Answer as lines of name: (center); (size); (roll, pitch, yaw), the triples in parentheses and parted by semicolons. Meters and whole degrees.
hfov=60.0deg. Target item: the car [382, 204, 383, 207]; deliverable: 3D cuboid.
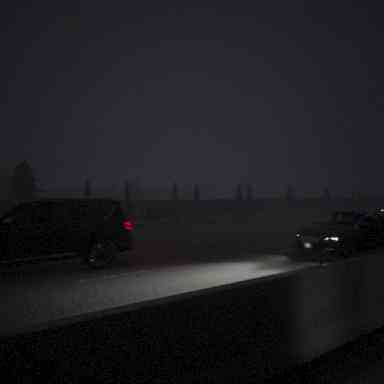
car: (19.562, 1.209, 30.327); (5.566, 2.045, 2.150); (0, 0, -35)

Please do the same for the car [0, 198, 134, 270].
car: (-4.414, 1.198, 9.416); (5.566, 2.045, 2.150); (0, 0, -35)

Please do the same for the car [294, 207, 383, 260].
car: (5.792, 1.473, 12.257); (4.902, 1.511, 2.128); (0, 0, -35)
